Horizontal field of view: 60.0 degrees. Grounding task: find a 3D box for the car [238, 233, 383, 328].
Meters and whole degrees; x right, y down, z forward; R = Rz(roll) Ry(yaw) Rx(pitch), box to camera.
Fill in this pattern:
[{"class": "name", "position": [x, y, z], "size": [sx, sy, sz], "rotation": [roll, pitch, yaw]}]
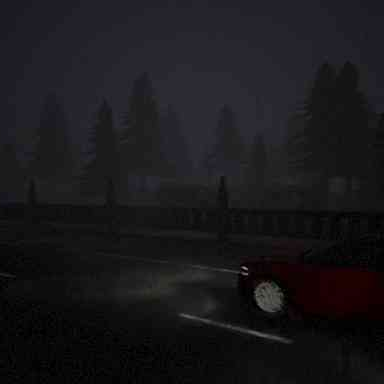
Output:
[{"class": "car", "position": [3.224, 1.468, 5.792], "size": [5.008, 1.535, 1.882], "rotation": [0, 0, 35]}]
